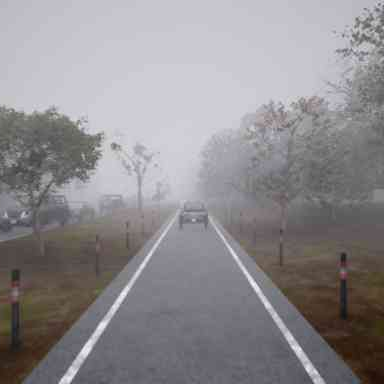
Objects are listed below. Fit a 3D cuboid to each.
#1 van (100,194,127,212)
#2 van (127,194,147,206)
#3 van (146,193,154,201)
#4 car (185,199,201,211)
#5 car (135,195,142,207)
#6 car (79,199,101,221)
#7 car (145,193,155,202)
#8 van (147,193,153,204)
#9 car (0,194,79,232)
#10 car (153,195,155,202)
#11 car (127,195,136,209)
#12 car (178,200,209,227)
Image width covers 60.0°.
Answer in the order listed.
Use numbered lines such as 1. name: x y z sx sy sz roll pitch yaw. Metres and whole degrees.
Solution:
1. van: -9.068 1.249 37.365 1.878 1.987 4.442 0 0 2
2. van: -9.083 1.296 55.074 1.878 1.987 4.442 0 -1 -2
3. van: -11.094 1.399 87.256 1.878 1.987 4.442 1 -1 -10
4. car: 0.105 1.649 42.745 1.895 1.301 4.718 0 0 0
5. car: -9.074 1.527 48.561 2.163 1.488 4.792 0 -1 -2
6. car: -9.051 1.470 26.393 2.002 1.452 4.674 0 0 0
7. car: -10.383 1.360 81.799 2.435 2.045 5.566 1 -1 -9
8. van: -9.247 1.332 65.025 1.878 1.987 4.442 0 -1 -2
9. car: -9.043 1.167 19.650 2.435 2.045 5.566 0 0 1
10. car: -9.860 1.636 76.261 2.002 1.452 4.674 1 -1 -5
11. car: -9.069 1.475 43.050 2.231 1.521 4.892 0 -1 -2
12. car: 0.103 1.486 22.726 2.128 1.511 4.902 0 0 0
